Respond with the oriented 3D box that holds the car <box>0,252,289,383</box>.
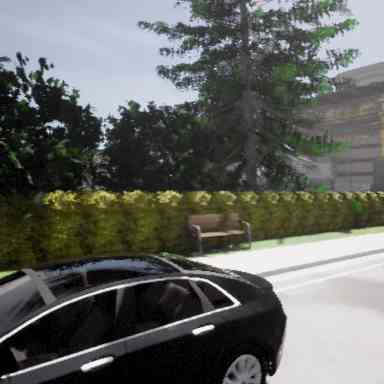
[{"bbox_3d":[-1.149,1.459,3.185,4.892,1.490,1.837,0,1,-35],"label":"car"}]
